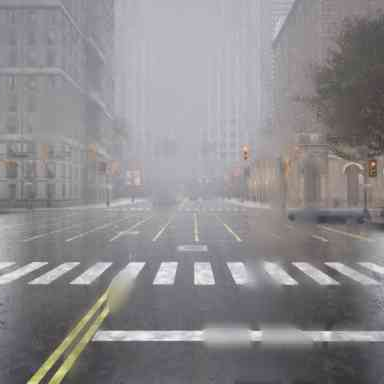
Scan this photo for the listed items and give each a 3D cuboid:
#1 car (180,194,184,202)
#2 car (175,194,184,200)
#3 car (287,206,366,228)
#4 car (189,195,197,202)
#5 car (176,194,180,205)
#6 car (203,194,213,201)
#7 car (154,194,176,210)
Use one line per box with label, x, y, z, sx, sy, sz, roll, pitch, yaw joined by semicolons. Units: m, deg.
car;-3.368;1.478;70.769;1.882;1.535;5.008;0;0;1
car;-3.200;1.338;86.214;1.882;1.535;5.008;0;0;1
car;8.831;1.601;22.025;4.718;1.301;1.895;0;0;21
car;0.217;1.449;78.594;2.128;1.511;4.902;0;0;1
car;-3.553;1.506;57.783;1.837;1.490;4.892;0;0;0
car;3.717;1.280;78.527;2.097;1.767;4.553;0;0;1
car;-3.579;1.221;42.612;2.150;2.045;5.566;0;0;0
